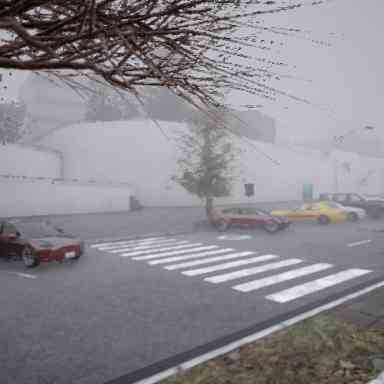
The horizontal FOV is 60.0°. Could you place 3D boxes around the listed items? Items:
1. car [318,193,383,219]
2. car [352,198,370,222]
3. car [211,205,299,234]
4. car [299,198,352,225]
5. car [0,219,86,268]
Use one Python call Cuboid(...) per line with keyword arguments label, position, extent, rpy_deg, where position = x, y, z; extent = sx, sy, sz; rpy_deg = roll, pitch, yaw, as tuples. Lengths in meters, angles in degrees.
Cuboid(label="car", position=(12.919, 1.088, 26.974), extent=(5.566, 2.045, 2.435), rpy_deg=(-3, -1, 32))
Cuboid(label="car", position=(10.525, 1.433, 25.144), extent=(4.674, 1.452, 2.002), rpy_deg=(-3, -1, 32))
Cuboid(label="car", position=(3.435, 1.569, 19.607), extent=(4.792, 1.488, 2.163), rpy_deg=(-3, -1, 32))
Cuboid(label="car", position=(7.993, 1.449, 23.393), extent=(5.366, 1.575, 1.946), rpy_deg=(-3, -1, 32))
Cuboid(label="car", position=(-6.051, 1.753, 12.250), extent=(4.792, 1.488, 2.163), rpy_deg=(-2, -1, 32))
